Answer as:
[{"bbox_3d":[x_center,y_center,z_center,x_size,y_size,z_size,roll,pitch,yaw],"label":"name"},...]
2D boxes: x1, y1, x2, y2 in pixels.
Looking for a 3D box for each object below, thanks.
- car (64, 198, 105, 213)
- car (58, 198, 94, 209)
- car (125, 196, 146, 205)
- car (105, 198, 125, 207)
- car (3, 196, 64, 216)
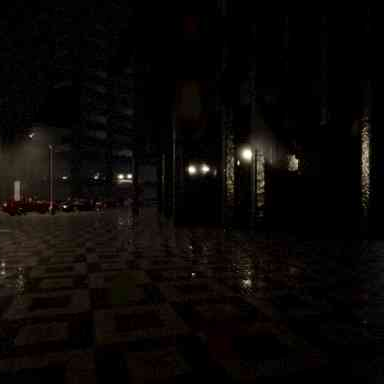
[{"bbox_3d":[-12.186,1.571,36.589,1.947,1.339,4.313,0,0,35],"label":"car"},{"bbox_3d":[-15.967,1.540,46.101,1.887,1.381,4.507,0,0,35],"label":"car"},{"bbox_3d":[-9.542,1.429,55.371,1.967,1.590,4.097,0,0,35],"label":"car"},{"bbox_3d":[-12.754,1.574,50.736,1.802,1.307,4.206,0,0,35],"label":"car"},{"bbox_3d":[-15.399,1.323,31.953,2.192,1.841,5.009,0,0,35],"label":"car"}]
